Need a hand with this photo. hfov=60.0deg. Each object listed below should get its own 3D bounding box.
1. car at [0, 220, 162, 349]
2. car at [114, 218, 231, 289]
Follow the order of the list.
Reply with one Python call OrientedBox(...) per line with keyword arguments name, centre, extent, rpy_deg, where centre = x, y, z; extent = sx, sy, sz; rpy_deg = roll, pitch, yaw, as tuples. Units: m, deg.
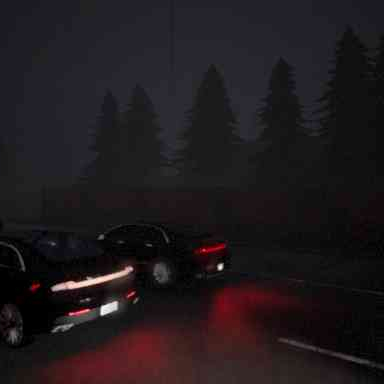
OrientedBox(name="car", centre=(-3.178, 1.483, 6.283), extent=(4.902, 1.511, 2.128), rpy_deg=(0, 0, 36))
OrientedBox(name="car", centre=(-1.288, 1.496, 9.232), extent=(4.892, 1.490, 1.837), rpy_deg=(0, 0, 36))
